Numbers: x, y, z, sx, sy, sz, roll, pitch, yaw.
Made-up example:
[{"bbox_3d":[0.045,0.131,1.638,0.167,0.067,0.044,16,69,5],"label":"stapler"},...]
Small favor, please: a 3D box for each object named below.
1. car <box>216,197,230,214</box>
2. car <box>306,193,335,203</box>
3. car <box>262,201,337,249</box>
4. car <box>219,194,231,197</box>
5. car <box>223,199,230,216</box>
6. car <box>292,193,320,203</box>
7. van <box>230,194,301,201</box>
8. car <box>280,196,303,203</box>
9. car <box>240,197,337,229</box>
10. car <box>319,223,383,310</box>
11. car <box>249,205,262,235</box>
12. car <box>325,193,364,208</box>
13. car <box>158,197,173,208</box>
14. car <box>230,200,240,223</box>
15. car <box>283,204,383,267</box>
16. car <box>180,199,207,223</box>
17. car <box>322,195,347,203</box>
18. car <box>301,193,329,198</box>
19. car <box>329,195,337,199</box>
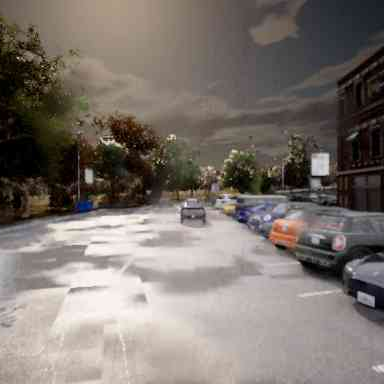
[{"bbox_3d":[5.180,1.500,30.667,5.366,1.575,1.946,1,0,-20],"label":"car"},{"bbox_3d":[26.975,1.317,69.956,2.435,2.045,5.566,1,-1,-22],"label":"car"},{"bbox_3d":[5.328,1.361,12.703,4.553,1.767,2.185,1,0,-20],"label":"car"},{"bbox_3d":[5.363,1.262,36.761,5.566,2.045,2.435,1,0,-20],"label":"car"},{"bbox_3d":[5.366,1.542,27.726,4.674,1.452,2.002,1,0,-20],"label":"car"},{"bbox_3d":[23.914,1.316,69.916,2.435,2.045,5.566,0,-1,-21],"label":"car"},{"bbox_3d":[5.475,1.274,24.769,4.442,1.987,1.878,1,0,-20],"label":"van"},{"bbox_3d":[20.891,1.596,69.830,2.163,1.488,4.792,0,-1,-21],"label":"car"},{"bbox_3d":[5.399,1.367,18.720,4.553,1.767,2.185,1,0,-20],"label":"car"},{"bbox_3d":[5.324,1.514,6.688,4.792,1.488,2.163,1,0,-20],"label":"car"},{"bbox_3d":[5.363,1.529,15.712,4.674,1.452,2.002,1,0,-20],"label":"car"},{"bbox_3d":[24.192,1.292,52.969,2.435,2.045,5.566,-1,1,-22],"label":"car"},{"bbox_3d":[-3.853,1.548,48.931,1.837,1.490,4.892,0,-1,2],"label":"car"},{"bbox_3d":[5.357,1.495,21.723,5.008,1.535,2.097,1,0,-20],"label":"car"},{"bbox_3d":[5.324,1.359,9.702,4.553,1.767,2.185,1,0,-20],"label":"car"},{"bbox_3d":[0.083,1.503,25.479,2.128,1.511,4.902,0,0,0],"label":"car"},{"bbox_3d":[29.970,1.445,70.087,2.185,1.767,4.553,1,-1,-22],"label":"car"},{"bbox_3d":[18.311,1.289,52.767,2.435,2.045,5.566,0,1,-21],"label":"car"},{"bbox_3d":[21.226,1.571,52.885,2.163,1.488,4.792,-1,1,-22],"label":"car"}]
